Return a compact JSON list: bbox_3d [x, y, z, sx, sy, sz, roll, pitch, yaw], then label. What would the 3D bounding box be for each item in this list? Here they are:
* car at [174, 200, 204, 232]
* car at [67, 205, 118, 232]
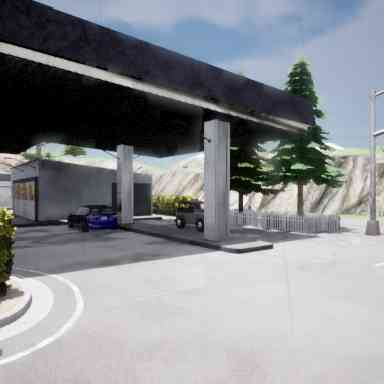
[{"bbox_3d":[0.456,1.505,21.989,1.905,1.878,3.866,0,0,-36],"label":"car"},{"bbox_3d":[-6.675,1.672,22.129,2.242,1.667,4.611,0,0,-37],"label":"car"}]
